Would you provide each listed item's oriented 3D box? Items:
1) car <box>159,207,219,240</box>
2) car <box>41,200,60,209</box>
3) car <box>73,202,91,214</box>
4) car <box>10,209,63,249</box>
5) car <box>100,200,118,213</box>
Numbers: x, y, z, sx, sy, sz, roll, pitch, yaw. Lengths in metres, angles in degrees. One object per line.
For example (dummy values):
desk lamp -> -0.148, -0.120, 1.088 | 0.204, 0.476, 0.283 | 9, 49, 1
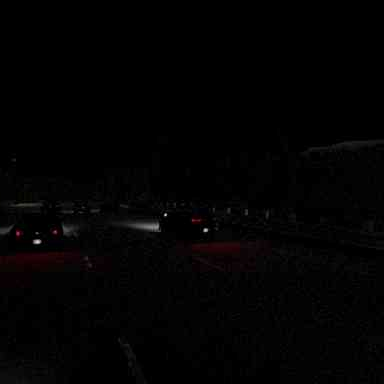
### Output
car -> -0.296, 1.534, 17.423 | 2.128, 1.511, 4.902 | 0, 0, -22
car -> -17.373, 1.730, 40.910 | 2.097, 1.767, 4.553 | 0, -1, -22
car -> -13.373, 1.900, 40.363 | 2.033, 1.411, 5.357 | 0, -1, -22
car -> -6.857, 1.638, 14.975 | 1.895, 1.301, 4.718 | 0, 0, -22
car -> -11.004, 1.864, 43.832 | 1.882, 1.535, 5.008 | 0, -1, -22
